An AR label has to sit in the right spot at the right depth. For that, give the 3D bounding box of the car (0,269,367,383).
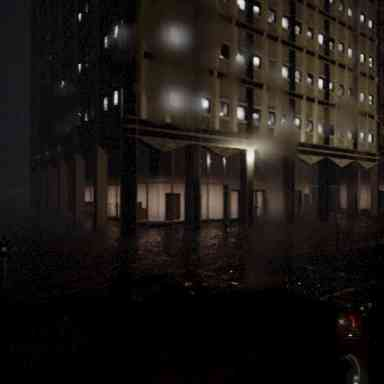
[{"bbox_3d":[-0.134,1.568,3.285,4.181,1.385,1.994,0,0,-35],"label":"car"}]
